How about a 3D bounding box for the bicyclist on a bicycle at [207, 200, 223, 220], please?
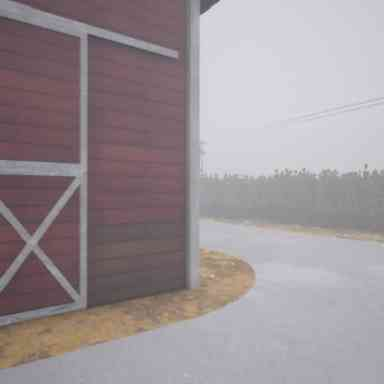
[{"bbox_3d":[1.912,1.511,27.323,1.656,1.620,0.582,1,0,-32],"label":"bicyclist on a bicycle"}]
